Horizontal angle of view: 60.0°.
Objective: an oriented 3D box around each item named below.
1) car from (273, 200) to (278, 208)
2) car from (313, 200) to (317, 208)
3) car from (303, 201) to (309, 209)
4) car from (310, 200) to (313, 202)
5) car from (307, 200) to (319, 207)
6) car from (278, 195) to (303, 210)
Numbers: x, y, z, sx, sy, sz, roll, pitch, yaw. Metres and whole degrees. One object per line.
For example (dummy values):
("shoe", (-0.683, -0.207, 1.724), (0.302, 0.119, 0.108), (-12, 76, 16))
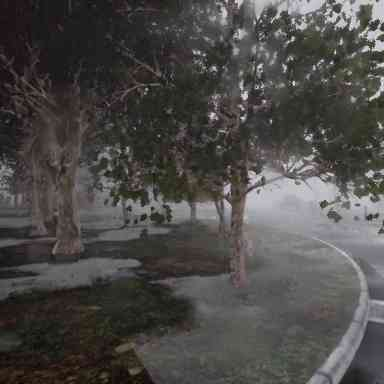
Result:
("car", (15.504, 2.094, 58.231), (1.882, 1.535, 5.008), (0, -2, 26))
("car", (23.873, 2.556, 68.102), (1.994, 1.385, 4.181), (0, -2, 26))
("car", (18.314, 2.158, 56.640), (2.033, 1.411, 5.357), (0, -2, 26))
("car", (20.544, 2.333, 61.241), (1.994, 1.385, 4.181), (0, -2, 26))
("car", (27.637, 2.647, 75.862), (2.128, 1.511, 4.902), (0, -2, 26))
("car", (13.995, 1.499, 46.843), (2.150, 2.045, 5.566), (0, -2, 23))
